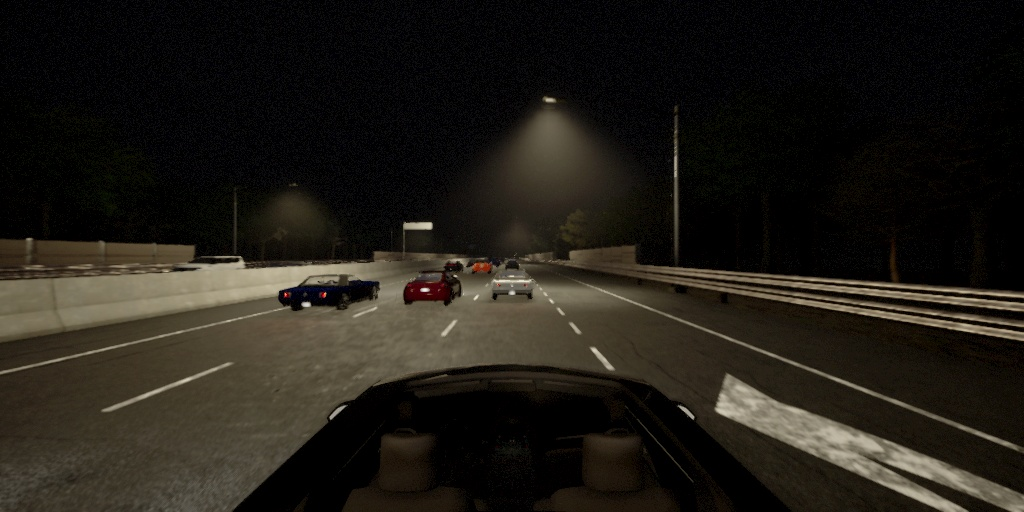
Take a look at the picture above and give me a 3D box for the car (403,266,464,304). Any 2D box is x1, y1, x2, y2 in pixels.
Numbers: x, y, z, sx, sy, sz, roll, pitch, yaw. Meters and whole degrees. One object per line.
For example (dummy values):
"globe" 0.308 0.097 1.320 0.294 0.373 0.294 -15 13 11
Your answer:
"car" -3.492 1.327 16.371 1.994 1.385 4.181 0 0 0

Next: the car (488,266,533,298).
"car" 0.008 1.366 18.359 1.895 1.301 4.718 0 0 0

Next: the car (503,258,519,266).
"car" 0.021 1.372 53.325 1.994 1.385 4.181 0 0 0

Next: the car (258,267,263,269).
"car" -21.057 1.330 32.227 2.033 1.411 5.357 0 0 0

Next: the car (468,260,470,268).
"car" -6.973 1.373 64.373 2.033 1.411 5.357 0 0 0

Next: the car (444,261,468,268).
"car" -6.984 1.287 43.401 2.128 1.511 4.902 0 0 0

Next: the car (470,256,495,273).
"car" -3.485 1.146 43.307 2.097 1.767 4.553 0 0 0

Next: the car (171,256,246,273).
"car" -24.572 1.001 29.377 2.150 2.045 5.566 0 0 0

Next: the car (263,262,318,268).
"car" -17.573 1.271 29.537 2.128 1.511 4.902 0 0 0

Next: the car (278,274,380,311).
"car" -6.995 1.363 14.414 1.895 1.301 4.718 0 0 0
